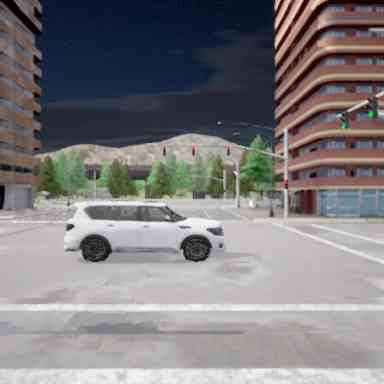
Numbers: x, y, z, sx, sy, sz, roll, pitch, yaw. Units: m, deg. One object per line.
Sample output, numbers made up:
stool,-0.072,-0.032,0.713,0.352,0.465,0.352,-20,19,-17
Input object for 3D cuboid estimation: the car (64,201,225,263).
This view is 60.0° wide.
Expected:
car,-1.616,1.337,11.840,5.566,2.045,2.150,0,0,0

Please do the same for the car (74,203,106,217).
car,-10.653,1.834,35.153,1.895,1.301,4.718,0,0,0
